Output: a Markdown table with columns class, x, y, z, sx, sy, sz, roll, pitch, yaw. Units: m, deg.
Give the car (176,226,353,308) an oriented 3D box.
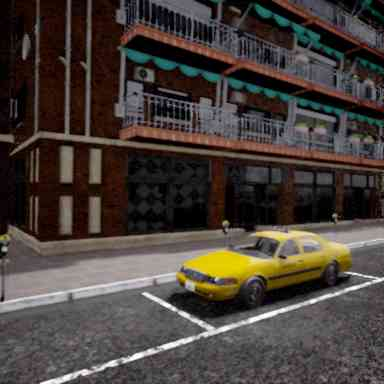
| class | x | y | z | sx | sy | sz | roll | pitch | yaw |
| --- | --- | --- | --- | --- | --- | --- | --- | --- | --- |
| car | 1.930 | 1.534 | 7.923 | 4.829 | 1.417 | 1.752 | 0 | 1 | -35 |
